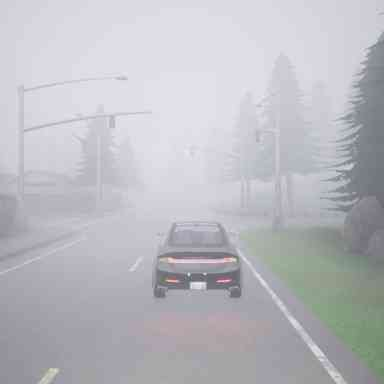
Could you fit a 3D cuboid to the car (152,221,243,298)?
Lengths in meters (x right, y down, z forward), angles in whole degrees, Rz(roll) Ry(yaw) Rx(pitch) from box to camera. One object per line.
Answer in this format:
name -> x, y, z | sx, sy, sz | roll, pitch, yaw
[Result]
car -> 0.118, 1.491, 8.487 | 2.128, 1.511, 4.902 | 0, 0, 0
